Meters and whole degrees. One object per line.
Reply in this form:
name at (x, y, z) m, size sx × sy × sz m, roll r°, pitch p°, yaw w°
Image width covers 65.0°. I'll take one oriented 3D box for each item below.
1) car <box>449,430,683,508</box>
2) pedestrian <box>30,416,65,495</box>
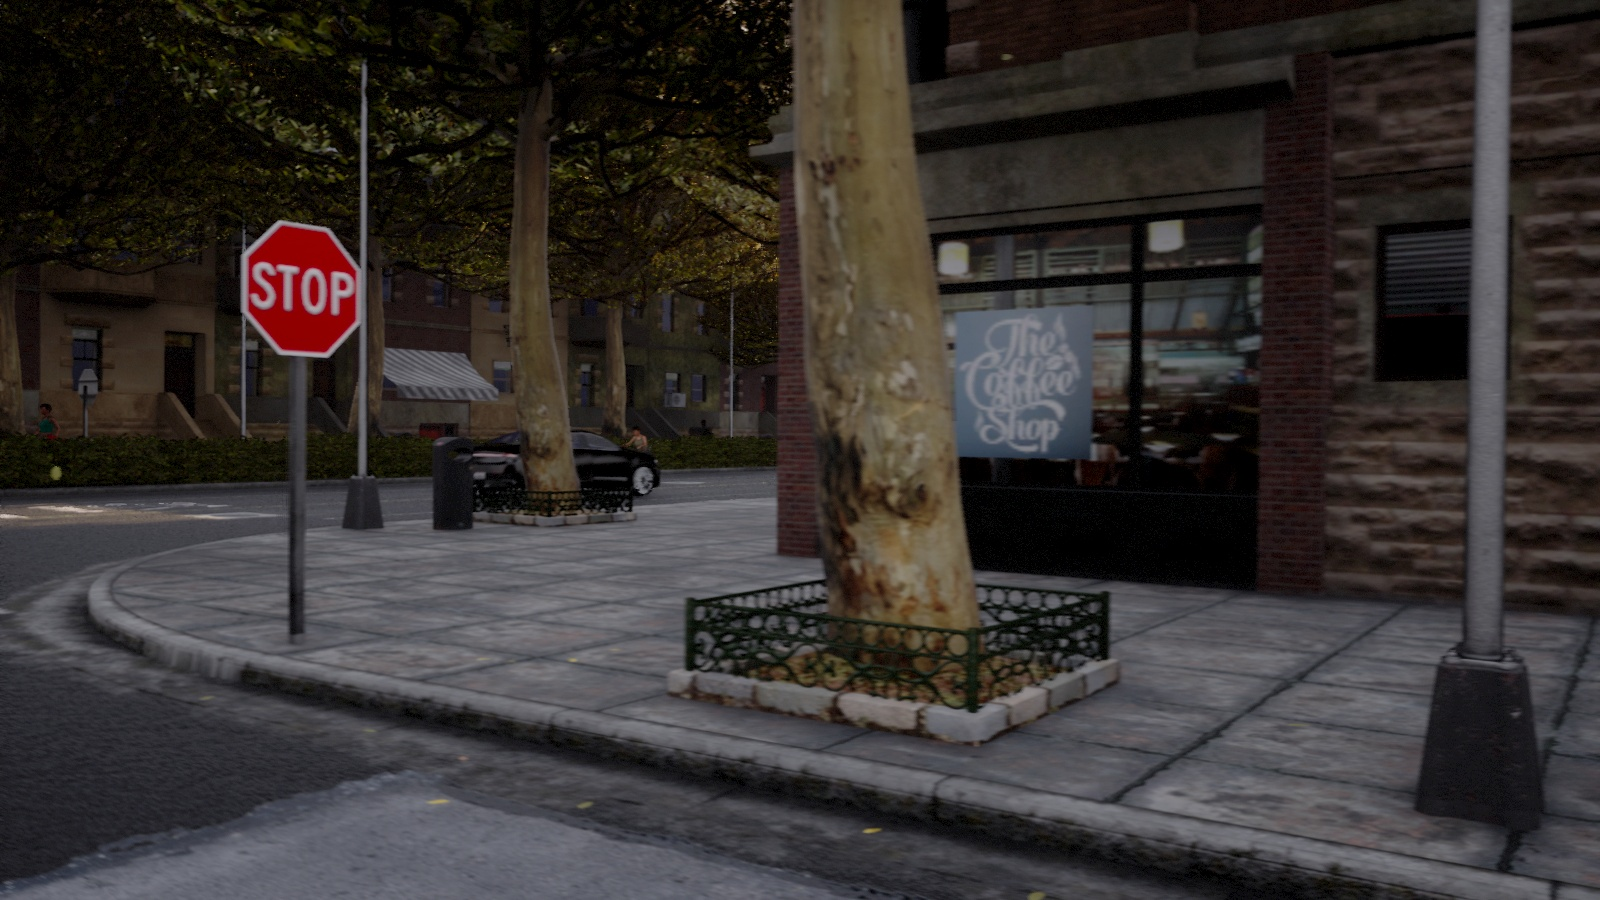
car at (-4.954, 0.347, 27.292) m, size 2.128 × 1.511 × 4.902 m, roll 0°, pitch 1°, yaw 34°
pedestrian at (-17.599, 0.126, 29.361) m, size 0.345 × 1.836 × 0.594 m, roll 0°, pitch 1°, yaw 36°
